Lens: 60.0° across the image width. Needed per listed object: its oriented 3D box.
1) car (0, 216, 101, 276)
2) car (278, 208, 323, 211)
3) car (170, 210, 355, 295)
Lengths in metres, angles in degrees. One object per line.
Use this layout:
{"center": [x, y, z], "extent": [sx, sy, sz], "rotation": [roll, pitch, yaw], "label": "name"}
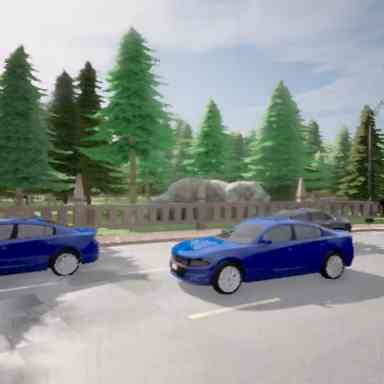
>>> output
{"center": [-4.950, 1.409, 8.593], "extent": [5.008, 1.535, 1.882], "rotation": [0, 0, -32], "label": "car"}
{"center": [4.049, 1.421, 13.251], "extent": [4.892, 1.490, 1.837], "rotation": [0, 0, -20], "label": "car"}
{"center": [1.885, 1.422, 8.585], "extent": [5.008, 1.535, 1.882], "rotation": [0, 0, -24], "label": "car"}
